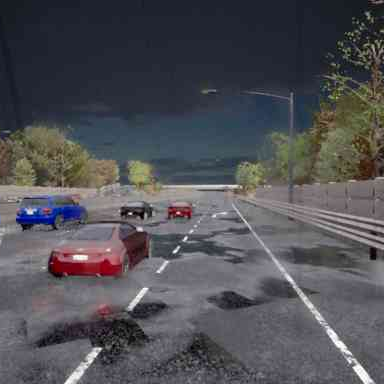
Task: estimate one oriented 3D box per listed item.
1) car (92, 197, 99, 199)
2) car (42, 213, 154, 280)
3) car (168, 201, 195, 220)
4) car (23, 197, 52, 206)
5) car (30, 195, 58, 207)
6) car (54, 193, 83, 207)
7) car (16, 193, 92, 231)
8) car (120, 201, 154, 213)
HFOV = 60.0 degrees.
[{"bbox_3d":[-16.175,1.583,54.563,1.994,1.385,4.181,0,0,5],"label":"car"},{"bbox_3d":[-2.518,1.563,10.072,1.994,1.385,4.181,0,0,5],"label":"car"},{"bbox_3d":[-0.825,1.478,28.428,1.882,1.535,5.008,0,0,5],"label":"car"},{"bbox_3d":[-26.451,1.569,57.142,2.033,1.411,5.357,0,0,6],"label":"car"},{"bbox_3d":[-23.380,1.366,52.655,2.097,1.767,4.553,0,0,5],"label":"car"},{"bbox_3d":[-19.777,1.236,53.652,2.150,2.045,5.566,0,0,5],"label":"car"},{"bbox_3d":[-8.556,1.221,20.827,2.150,2.045,5.566,0,0,5],"label":"car"},{"bbox_3d":[-4.422,1.478,27.535,1.882,1.535,5.008,0,0,5],"label":"car"}]
